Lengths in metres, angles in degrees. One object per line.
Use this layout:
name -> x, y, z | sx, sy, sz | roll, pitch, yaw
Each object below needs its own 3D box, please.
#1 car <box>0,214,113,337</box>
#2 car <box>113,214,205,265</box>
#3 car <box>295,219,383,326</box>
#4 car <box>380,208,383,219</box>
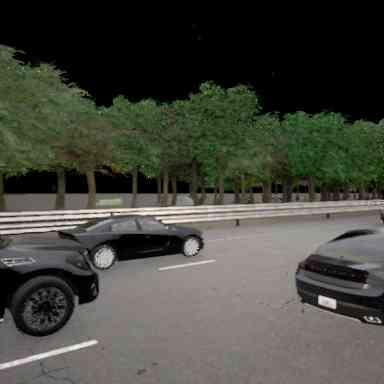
car -> -4.301, 1.222, 4.978 | 5.566, 2.045, 2.150 | 0, 0, -36
car -> -1.855, 1.468, 11.020 | 5.008, 1.535, 1.882 | 0, 0, -35
car -> 4.115, 1.491, 6.679 | 4.892, 1.490, 1.837 | 0, 0, -35
car -> 14.869, 1.436, 22.912 | 4.902, 1.511, 2.128 | 0, 0, -35
